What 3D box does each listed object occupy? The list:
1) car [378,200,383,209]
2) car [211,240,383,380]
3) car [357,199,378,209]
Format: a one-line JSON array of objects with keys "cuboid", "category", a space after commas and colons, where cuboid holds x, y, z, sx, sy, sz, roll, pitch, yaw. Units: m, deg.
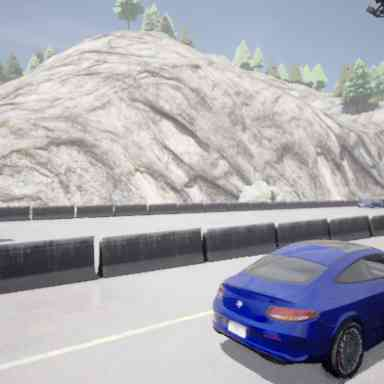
[{"cuboid": [28.367, 1.384, 45.571, 5.566, 2.045, 2.150, 1, 0, -35], "category": "car"}, {"cuboid": [2.430, 1.542, 5.488, 4.674, 1.442, 1.812, 0, 0, -36], "category": "car"}, {"cuboid": [25.760, 1.682, 48.021, 4.674, 1.442, 1.812, 1, 0, -35], "category": "car"}]
